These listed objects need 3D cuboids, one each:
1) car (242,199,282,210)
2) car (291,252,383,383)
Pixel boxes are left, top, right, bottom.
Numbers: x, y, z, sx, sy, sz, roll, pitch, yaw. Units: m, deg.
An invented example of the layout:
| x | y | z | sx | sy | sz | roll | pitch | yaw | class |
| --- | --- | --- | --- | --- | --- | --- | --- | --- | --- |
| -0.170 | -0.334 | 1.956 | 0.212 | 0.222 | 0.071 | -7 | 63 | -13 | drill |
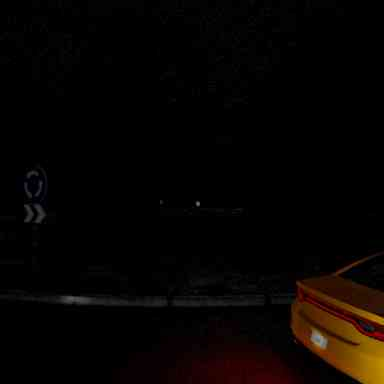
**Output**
| x | y | z | sx | sy | sz | roll | pitch | yaw | class |
| --- | --- | --- | --- | --- | --- | --- | --- | --- | --- |
| 8.677 | 1.595 | 41.489 | 4.718 | 1.301 | 1.895 | -1 | 0 | 26 | car |
| 3.776 | 1.481 | 4.379 | 5.008 | 1.535 | 1.882 | 0 | 0 | -17 | car |
